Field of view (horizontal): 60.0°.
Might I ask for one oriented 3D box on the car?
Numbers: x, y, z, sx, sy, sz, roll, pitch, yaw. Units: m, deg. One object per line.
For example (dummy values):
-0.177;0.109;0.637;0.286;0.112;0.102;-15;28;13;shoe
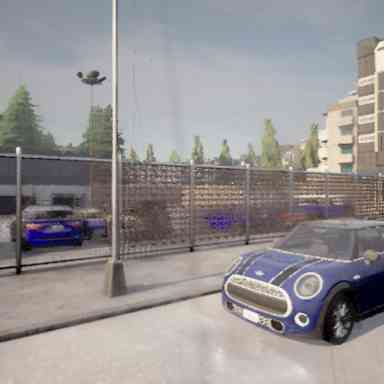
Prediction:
2.760;1.358;6.554;4.553;1.767;2.097;0;0;-35;car
